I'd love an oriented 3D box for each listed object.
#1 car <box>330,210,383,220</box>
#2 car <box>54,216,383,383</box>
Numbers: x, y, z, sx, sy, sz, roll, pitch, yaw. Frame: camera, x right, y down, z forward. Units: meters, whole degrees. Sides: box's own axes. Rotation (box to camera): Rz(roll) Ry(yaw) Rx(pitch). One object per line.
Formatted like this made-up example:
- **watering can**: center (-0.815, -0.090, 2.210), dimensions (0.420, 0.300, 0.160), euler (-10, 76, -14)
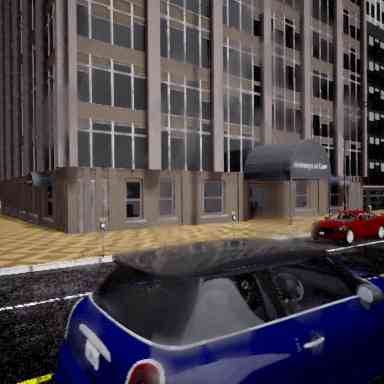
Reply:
- **car**: center (7.474, 1.542, 15.764), dimensions (4.507, 1.381, 1.887), euler (0, -1, -35)
- **car**: center (0.908, 1.352, 3.965), dimensions (4.553, 1.767, 2.097), euler (0, 0, -35)
